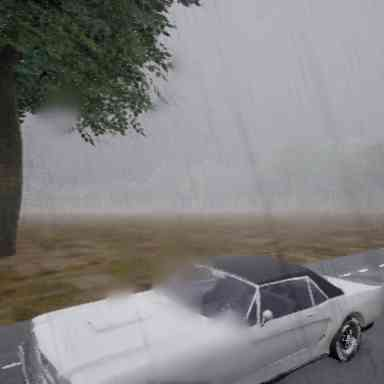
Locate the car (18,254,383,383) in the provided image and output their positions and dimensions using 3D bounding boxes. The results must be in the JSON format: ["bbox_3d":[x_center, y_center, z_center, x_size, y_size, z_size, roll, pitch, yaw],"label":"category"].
[{"bbox_3d":[0.445,1.602,4.313,4.718,1.301,1.895,0,0,-36],"label":"car"}]
